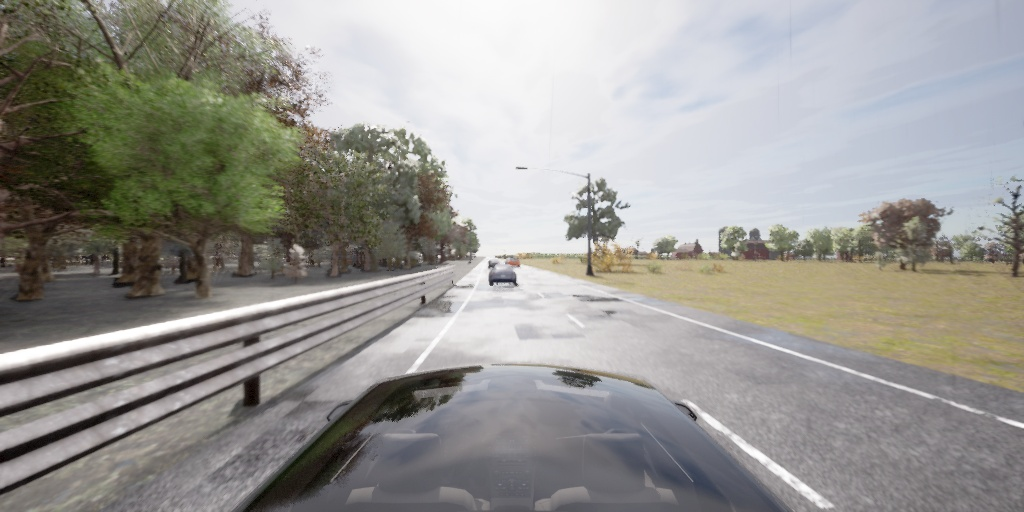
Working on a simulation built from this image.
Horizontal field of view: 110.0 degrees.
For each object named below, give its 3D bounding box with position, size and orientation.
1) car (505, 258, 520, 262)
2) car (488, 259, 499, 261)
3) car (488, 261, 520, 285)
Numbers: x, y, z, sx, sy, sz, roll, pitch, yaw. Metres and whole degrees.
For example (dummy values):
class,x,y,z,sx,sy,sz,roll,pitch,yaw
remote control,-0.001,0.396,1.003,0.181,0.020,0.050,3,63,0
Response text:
class,x,y,z,sx,sy,sz,roll,pitch,yaw
car,0.286,1.087,63.486,2.097,1.767,4.553,0,0,-4
car,-2.536,1.279,54.529,1.812,1.442,4.674,0,0,-4
car,-0.702,1.318,25.963,1.994,1.385,4.181,0,0,-4
